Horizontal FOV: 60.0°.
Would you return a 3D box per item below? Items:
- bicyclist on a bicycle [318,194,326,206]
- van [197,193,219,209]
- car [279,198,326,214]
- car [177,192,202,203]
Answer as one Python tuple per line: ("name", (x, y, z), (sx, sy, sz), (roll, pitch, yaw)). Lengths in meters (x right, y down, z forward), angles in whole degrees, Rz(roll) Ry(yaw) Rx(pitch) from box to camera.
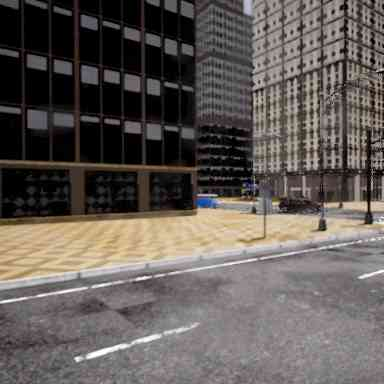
("bicyclist on a bicycle", (16.212, 1.105, 41.531), (1.656, 1.620, 0.582), (-1, 1, -34))
("van", (1.821, 1.202, 42.583), (1.690, 1.788, 3.998), (0, 0, -34))
("car", (11.056, 1.402, 33.574), (1.837, 1.490, 4.892), (-1, 1, -34))
("car", (-0.572, 1.024, 61.040), (2.192, 1.841, 5.009), (0, 0, -34))
